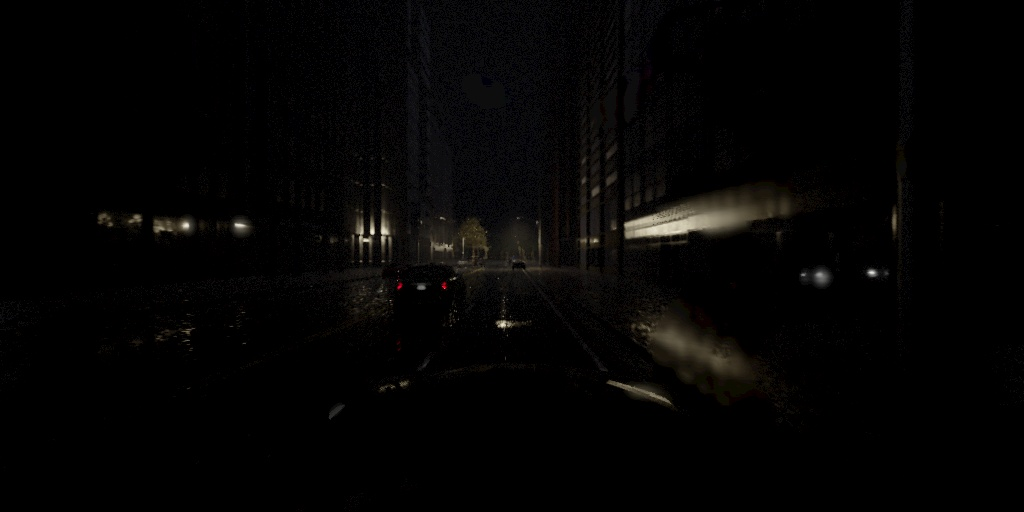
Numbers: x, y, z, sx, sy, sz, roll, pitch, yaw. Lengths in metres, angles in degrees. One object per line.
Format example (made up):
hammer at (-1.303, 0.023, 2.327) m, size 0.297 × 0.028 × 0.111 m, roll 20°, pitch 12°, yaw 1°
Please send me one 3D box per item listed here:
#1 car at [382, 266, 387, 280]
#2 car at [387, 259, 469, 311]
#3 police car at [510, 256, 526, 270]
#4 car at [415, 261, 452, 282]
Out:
car at (-9.840, 1.242, 31.601) m, size 1.882 × 1.535 × 5.008 m, roll 0°, pitch 0°, yaw 0°
car at (-3.151, 1.110, 14.606) m, size 2.097 × 1.767 × 4.553 m, roll 0°, pitch 0°, yaw 0°
police car at (0.971, 1.194, 52.744) m, size 1.930 × 1.638 × 5.238 m, roll 0°, pitch 0°, yaw 0°
car at (-6.591, 1.256, 30.657) m, size 2.128 × 1.511 × 4.902 m, roll 0°, pitch 0°, yaw 0°
